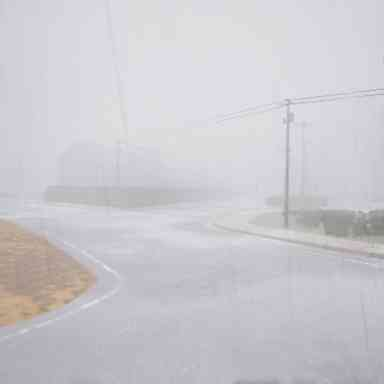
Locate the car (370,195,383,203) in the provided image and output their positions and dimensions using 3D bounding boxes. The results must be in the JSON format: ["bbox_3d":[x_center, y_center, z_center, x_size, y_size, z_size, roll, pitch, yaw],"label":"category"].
[{"bbox_3d":[37.150,1.380,65.284,3.905,1.438,1.784,1,1,19],"label":"car"}]
